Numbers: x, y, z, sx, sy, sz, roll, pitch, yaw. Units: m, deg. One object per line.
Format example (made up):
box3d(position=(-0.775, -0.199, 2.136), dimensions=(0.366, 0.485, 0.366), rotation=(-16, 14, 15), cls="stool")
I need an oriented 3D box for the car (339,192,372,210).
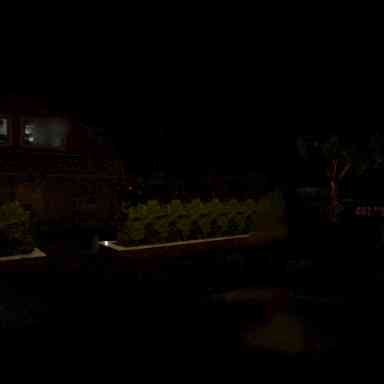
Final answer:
box3d(position=(17.447, 0.985, 36.215), dimensions=(3.866, 1.878, 1.905), rotation=(0, 0, 0), cls="car")
